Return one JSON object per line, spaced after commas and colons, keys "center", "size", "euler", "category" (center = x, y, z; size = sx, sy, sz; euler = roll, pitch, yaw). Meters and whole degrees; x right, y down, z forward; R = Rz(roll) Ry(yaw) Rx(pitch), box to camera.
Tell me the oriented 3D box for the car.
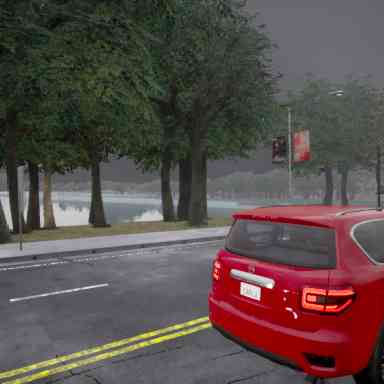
{"center": [2.801, 1.220, 5.399], "size": [5.566, 2.045, 2.150], "euler": [0, 0, -37], "category": "car"}
